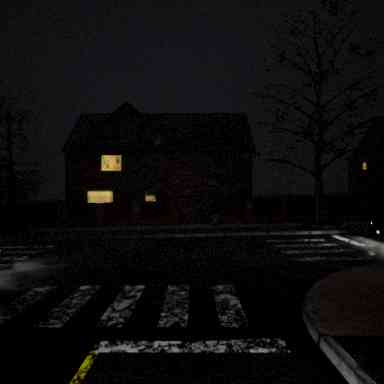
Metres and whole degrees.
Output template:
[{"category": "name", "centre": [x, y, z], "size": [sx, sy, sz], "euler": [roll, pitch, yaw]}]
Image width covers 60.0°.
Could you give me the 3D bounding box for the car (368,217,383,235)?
[{"category": "car", "centre": [10.452, 1.228, 14.009], "size": [5.357, 1.411, 2.033], "euler": [-1, 1, -1]}]

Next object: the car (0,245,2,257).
[{"category": "car", "centre": [-8.745, 1.687, 10.750], "size": [4.892, 1.490, 1.837], "euler": [-1, 1, 6]}]
